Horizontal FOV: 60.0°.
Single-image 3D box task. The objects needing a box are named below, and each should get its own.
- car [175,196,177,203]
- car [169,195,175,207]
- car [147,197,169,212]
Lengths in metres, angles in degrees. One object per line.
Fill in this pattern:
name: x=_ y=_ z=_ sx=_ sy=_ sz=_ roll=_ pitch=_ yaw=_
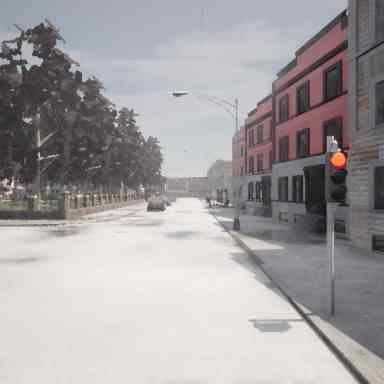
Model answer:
car: x=-4.010 y=1.492 z=67.379 sx=1.837 sy=1.490 sz=4.892 roll=0 pitch=0 yaw=0
car: x=-4.104 y=1.546 z=51.052 sx=2.033 sy=1.411 sz=5.357 roll=0 pitch=0 yaw=0
car: x=-4.106 y=1.478 z=39.382 sx=1.882 sy=1.535 sz=5.008 roll=0 pitch=0 yaw=0
